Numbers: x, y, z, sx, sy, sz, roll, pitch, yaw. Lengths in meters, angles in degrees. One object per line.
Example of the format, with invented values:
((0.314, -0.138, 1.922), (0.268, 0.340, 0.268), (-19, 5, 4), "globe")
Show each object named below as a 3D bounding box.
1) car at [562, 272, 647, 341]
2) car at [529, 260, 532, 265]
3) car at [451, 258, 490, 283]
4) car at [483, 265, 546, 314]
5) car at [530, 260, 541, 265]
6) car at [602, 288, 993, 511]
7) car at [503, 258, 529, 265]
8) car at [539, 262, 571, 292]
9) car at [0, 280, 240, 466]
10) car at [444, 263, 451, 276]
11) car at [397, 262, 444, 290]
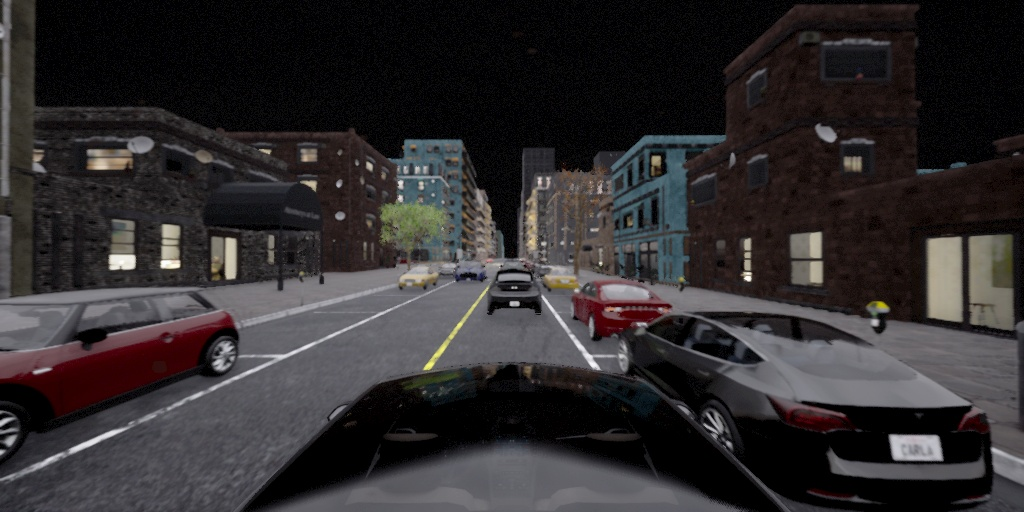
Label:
((2.694, 1.293, 9.701), (1.888, 1.381, 4.507), (0, 0, 0), "car")
((2.800, 1.310, 36.703), (1.948, 1.339, 4.313), (0, 0, 0), "car")
((-3.116, 1.096, 27.930), (2.097, 1.767, 4.553), (0, 0, 0), "car")
((0.085, 1.251, 13.674), (1.837, 1.490, 4.892), (0, 0, 0), "car")
((2.776, 1.295, 29.158), (2.007, 1.370, 4.403), (0, 0, 0), "car")
((2.690, 1.315, 4.474), (1.948, 1.339, 4.313), (0, 0, 0), "car")
((0.075, 1.096, 29.176), (2.097, 1.767, 4.553), (0, 0, 0), "car")
((2.740, 1.271, 20.937), (1.751, 1.417, 4.829), (0, 0, 0), "car")
((-5.690, 1.189, 4.470), (1.967, 1.591, 4.097), (0, 0, 0), "car")
((-5.832, 1.294, 33.780), (2.007, 1.370, 4.403), (0, 0, 0), "car")
((-5.771, 1.270, 22.544), (1.751, 1.417, 4.829), (0, 0, 0), "car")
